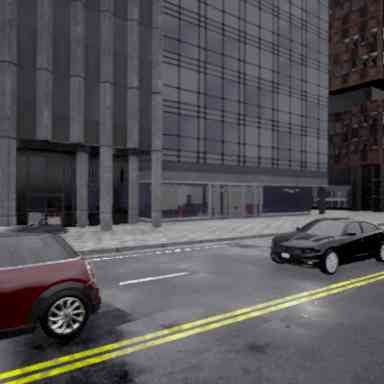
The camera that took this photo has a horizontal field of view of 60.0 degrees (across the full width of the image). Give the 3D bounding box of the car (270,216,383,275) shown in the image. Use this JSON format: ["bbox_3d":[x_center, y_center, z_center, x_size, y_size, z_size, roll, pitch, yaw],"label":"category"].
[{"bbox_3d":[4.735,1.579,11.037,5.008,1.535,1.882,1,0,-35],"label":"car"}]

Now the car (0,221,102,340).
[{"bbox_3d":[-3.798,1.348,4.963,4.553,1.767,2.097,1,0,-35],"label":"car"}]
